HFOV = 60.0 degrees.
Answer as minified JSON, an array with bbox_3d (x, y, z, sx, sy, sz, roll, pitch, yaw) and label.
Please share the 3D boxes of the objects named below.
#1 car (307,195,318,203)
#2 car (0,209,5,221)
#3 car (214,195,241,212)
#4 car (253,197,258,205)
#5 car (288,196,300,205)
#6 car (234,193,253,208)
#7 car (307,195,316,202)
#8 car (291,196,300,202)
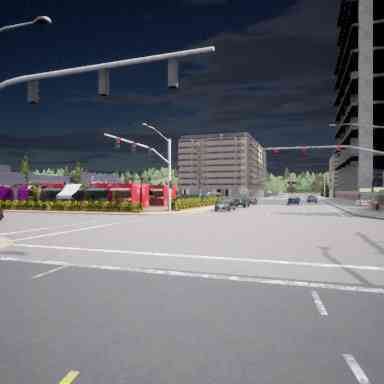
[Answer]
[{"bbox_3d":[24.573,1.541,67.778,2.033,1.411,5.357,0,0,18],"label":"car"},{"bbox_3d":[-17.102,1.533,26.147,5.008,1.535,1.882,0,0,19],"label":"car"},{"bbox_3d":[4.024,1.491,39.686,2.128,1.511,4.902,0,0,18],"label":"car"},{"bbox_3d":[10.359,1.564,58.613,1.994,1.385,4.181,0,0,19],"label":"car"},{"bbox_3d":[18.274,1.477,59.680,1.882,1.535,5.008,0,0,18],"label":"car"},{"bbox_3d":[7.157,1.221,49.079,2.150,2.045,5.566,0,0,18],"label":"car"},{"bbox_3d":[27.840,1.524,77.641,1.812,1.442,4.674,0,0,18],"label":"car"},{"bbox_3d":[24.411,1.553,78.421,1.994,1.385,4.181,0,0,18],"label":"car"}]
